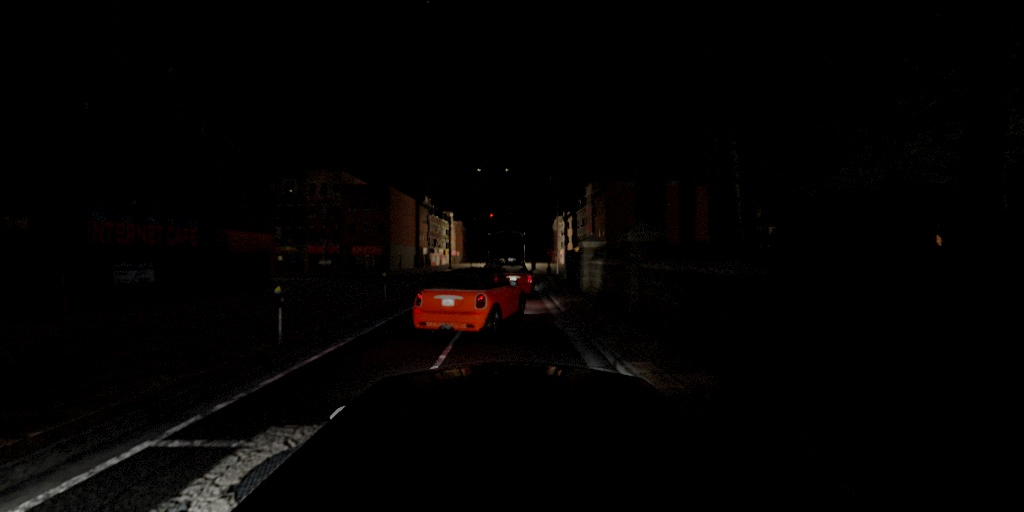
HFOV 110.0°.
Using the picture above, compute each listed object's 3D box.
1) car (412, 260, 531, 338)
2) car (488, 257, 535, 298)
[{"bbox_3d":[-0.993,1.107,10.473,2.097,1.767,4.553,0,0,14],"label":"car"},{"bbox_3d":[0.055,1.110,18.648,2.097,1.767,4.553,0,0,1],"label":"car"}]
